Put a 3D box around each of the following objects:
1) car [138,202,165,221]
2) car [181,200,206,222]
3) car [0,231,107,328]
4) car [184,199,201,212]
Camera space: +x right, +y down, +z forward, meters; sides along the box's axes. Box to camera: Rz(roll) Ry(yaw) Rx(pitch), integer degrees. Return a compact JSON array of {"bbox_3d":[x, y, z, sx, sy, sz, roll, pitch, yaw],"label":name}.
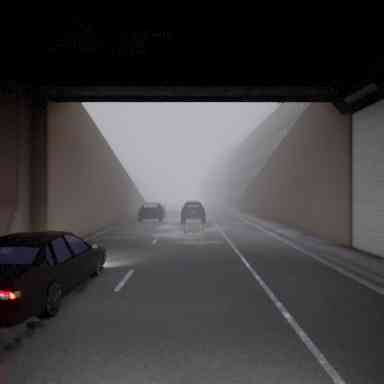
[{"bbox_3d":[-3.394,1.634,28.691,1.882,1.535,5.008,0,0,0],"label":"car"},{"bbox_3d":[0.104,1.580,27.640,2.033,1.649,4.856,0,0,0],"label":"car"},{"bbox_3d":[-3.404,1.588,7.395,2.033,1.411,5.357,0,0,0],"label":"car"},{"bbox_3d":[0.064,1.743,44.163,2.163,1.488,4.792,0,0,0],"label":"car"}]
